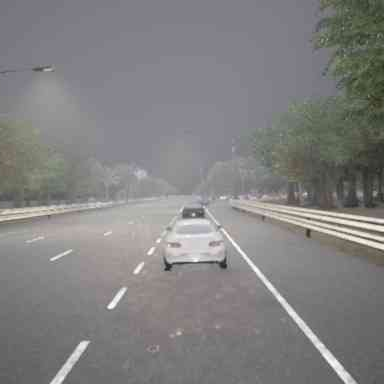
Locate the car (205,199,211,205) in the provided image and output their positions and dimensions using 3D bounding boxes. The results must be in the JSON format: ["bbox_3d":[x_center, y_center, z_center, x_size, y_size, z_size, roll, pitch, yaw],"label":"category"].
[{"bbox_3d":[2.297,1.904,60.980,1.895,1.301,4.718,-2,0,13],"label":"car"}]

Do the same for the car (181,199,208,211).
[{"bbox_3d":[0.121,1.667,28.802,1.882,1.535,5.008,-2,-1,0],"label":"car"}]

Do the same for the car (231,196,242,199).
[{"bbox_3d":[11.219,1.691,84.155,1.812,1.442,4.674,-2,0,32],"label":"car"}]

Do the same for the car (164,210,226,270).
[{"bbox_3d":[0.087,1.593,11.295,1.812,1.442,4.674,-2,0,0],"label":"car"}]
